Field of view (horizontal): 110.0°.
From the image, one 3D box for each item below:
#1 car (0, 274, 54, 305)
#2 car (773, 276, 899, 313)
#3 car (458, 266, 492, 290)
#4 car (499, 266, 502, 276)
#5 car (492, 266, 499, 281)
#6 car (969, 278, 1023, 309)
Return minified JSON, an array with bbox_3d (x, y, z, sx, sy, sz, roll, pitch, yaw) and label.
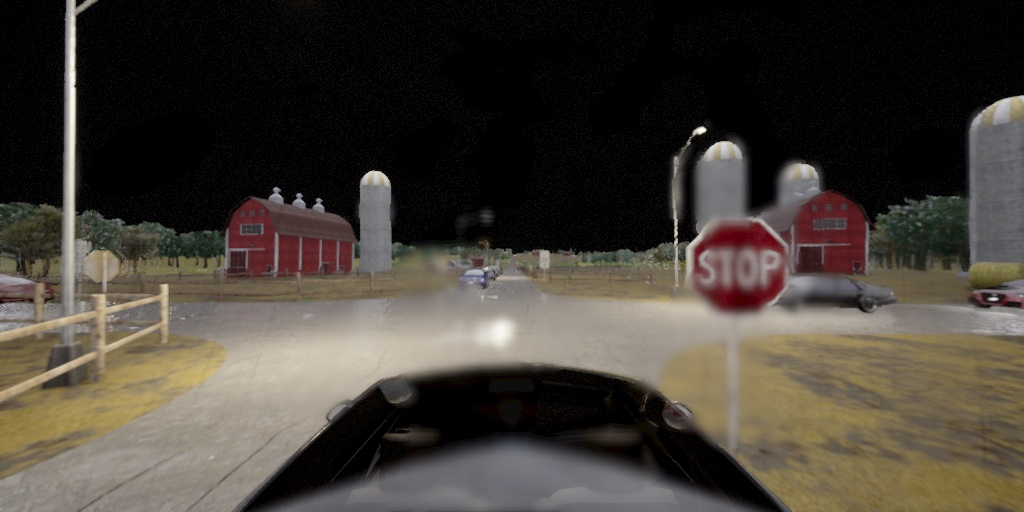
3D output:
[{"bbox_3d":[-22.411,1.493,15.189,4.674,1.442,1.812,0,0,0],"label":"car"},{"bbox_3d":[12.635,1.528,14.857,5.357,1.411,2.033,0,0,-1],"label":"car"},{"bbox_3d":[-2.741,1.688,27.011,1.812,1.442,4.674,0,-1,0],"label":"car"},{"bbox_3d":[-2.645,2.054,47.957,1.837,1.490,4.892,0,-1,0],"label":"car"},{"bbox_3d":[-2.694,1.919,38.113,1.994,1.385,4.181,0,-1,0],"label":"car"},{"bbox_3d":[21.896,1.613,14.829,4.181,1.385,1.994,1,0,0],"label":"car"}]
